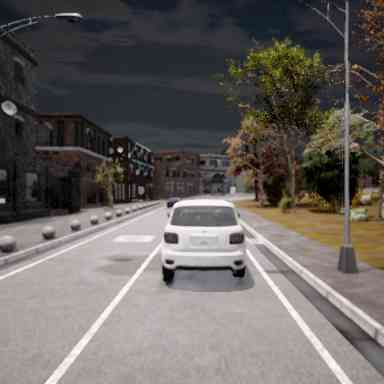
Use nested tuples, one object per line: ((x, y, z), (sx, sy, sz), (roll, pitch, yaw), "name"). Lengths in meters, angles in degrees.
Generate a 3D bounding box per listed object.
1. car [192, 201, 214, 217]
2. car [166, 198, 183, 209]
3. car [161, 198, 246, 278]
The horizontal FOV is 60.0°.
((1.024, 1.535, 31.680), (1.895, 1.301, 4.718), (0, 0, 2), "car")
((-2.261, 1.470, 43.857), (1.895, 1.301, 4.718), (0, 0, 2), "car")
((0.353, 1.243, 10.366), (2.150, 2.045, 5.566), (0, 0, 2), "car")
